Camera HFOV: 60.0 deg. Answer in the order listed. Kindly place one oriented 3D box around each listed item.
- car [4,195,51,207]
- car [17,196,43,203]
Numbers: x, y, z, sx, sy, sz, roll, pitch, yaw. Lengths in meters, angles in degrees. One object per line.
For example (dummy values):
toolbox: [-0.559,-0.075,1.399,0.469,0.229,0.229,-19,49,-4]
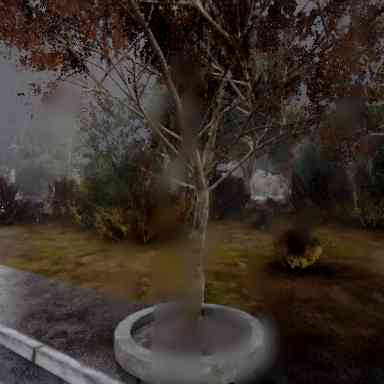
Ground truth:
car: [-22.051,1.216,44.885,2.033,1.411,5.357,1,0,32]
car: [-16.540,1.257,33.579,2.128,1.511,4.902,1,0,32]
